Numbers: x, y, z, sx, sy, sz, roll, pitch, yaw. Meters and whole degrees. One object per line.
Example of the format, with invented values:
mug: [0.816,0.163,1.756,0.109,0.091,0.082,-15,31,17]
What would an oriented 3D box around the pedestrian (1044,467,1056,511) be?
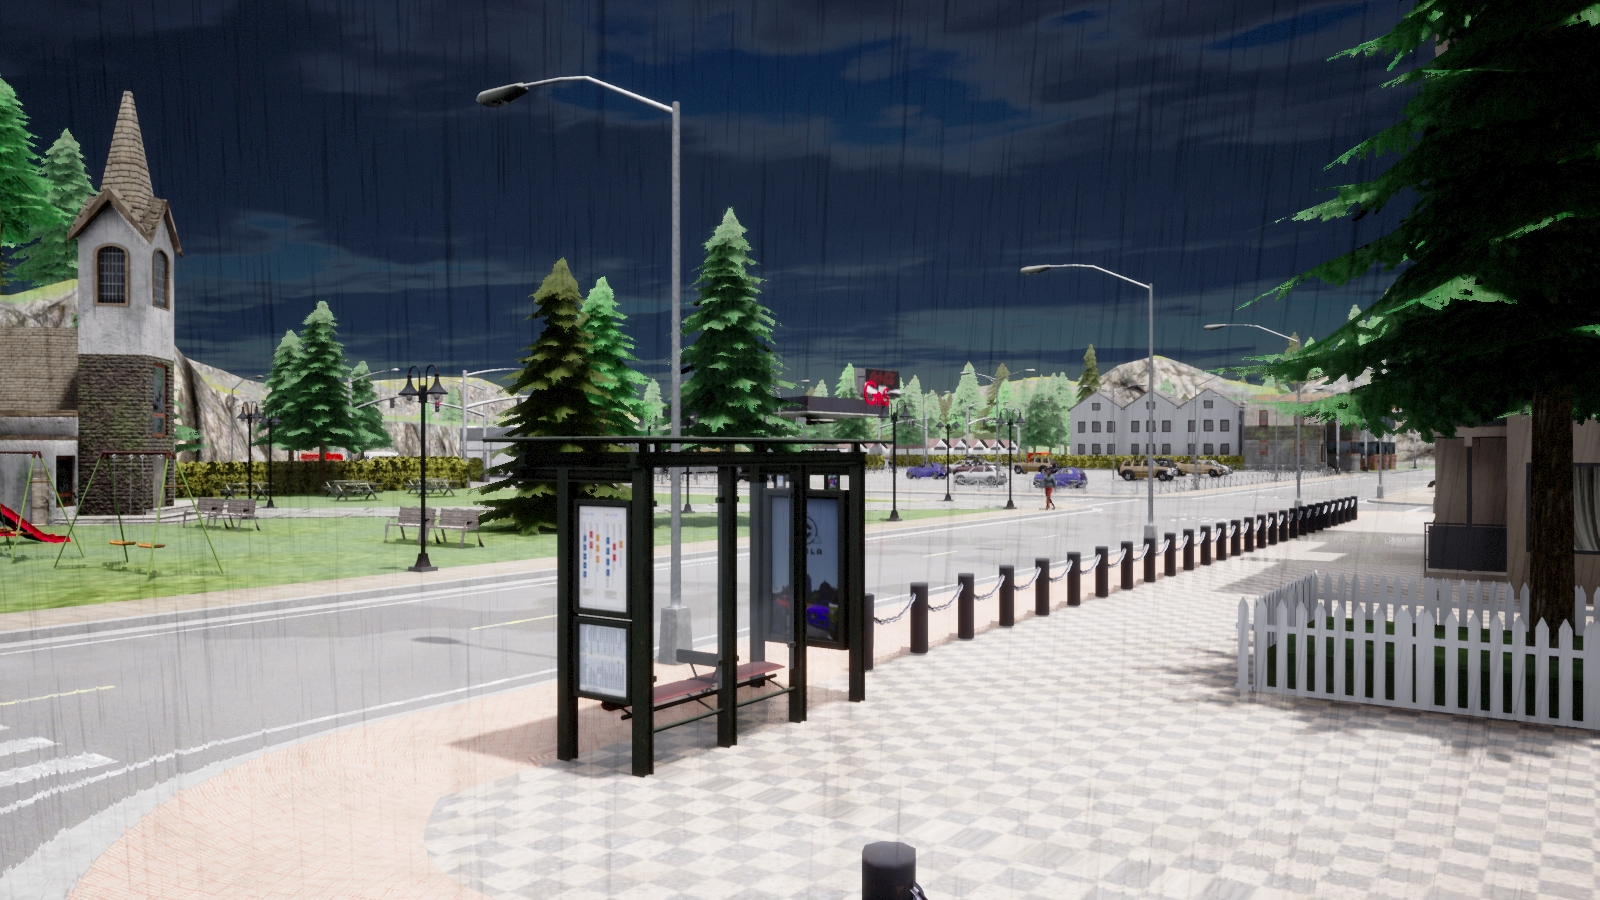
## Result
pedestrian: [10.773,1.665,49.253,0.375,1.860,0.375,0,0,36]
